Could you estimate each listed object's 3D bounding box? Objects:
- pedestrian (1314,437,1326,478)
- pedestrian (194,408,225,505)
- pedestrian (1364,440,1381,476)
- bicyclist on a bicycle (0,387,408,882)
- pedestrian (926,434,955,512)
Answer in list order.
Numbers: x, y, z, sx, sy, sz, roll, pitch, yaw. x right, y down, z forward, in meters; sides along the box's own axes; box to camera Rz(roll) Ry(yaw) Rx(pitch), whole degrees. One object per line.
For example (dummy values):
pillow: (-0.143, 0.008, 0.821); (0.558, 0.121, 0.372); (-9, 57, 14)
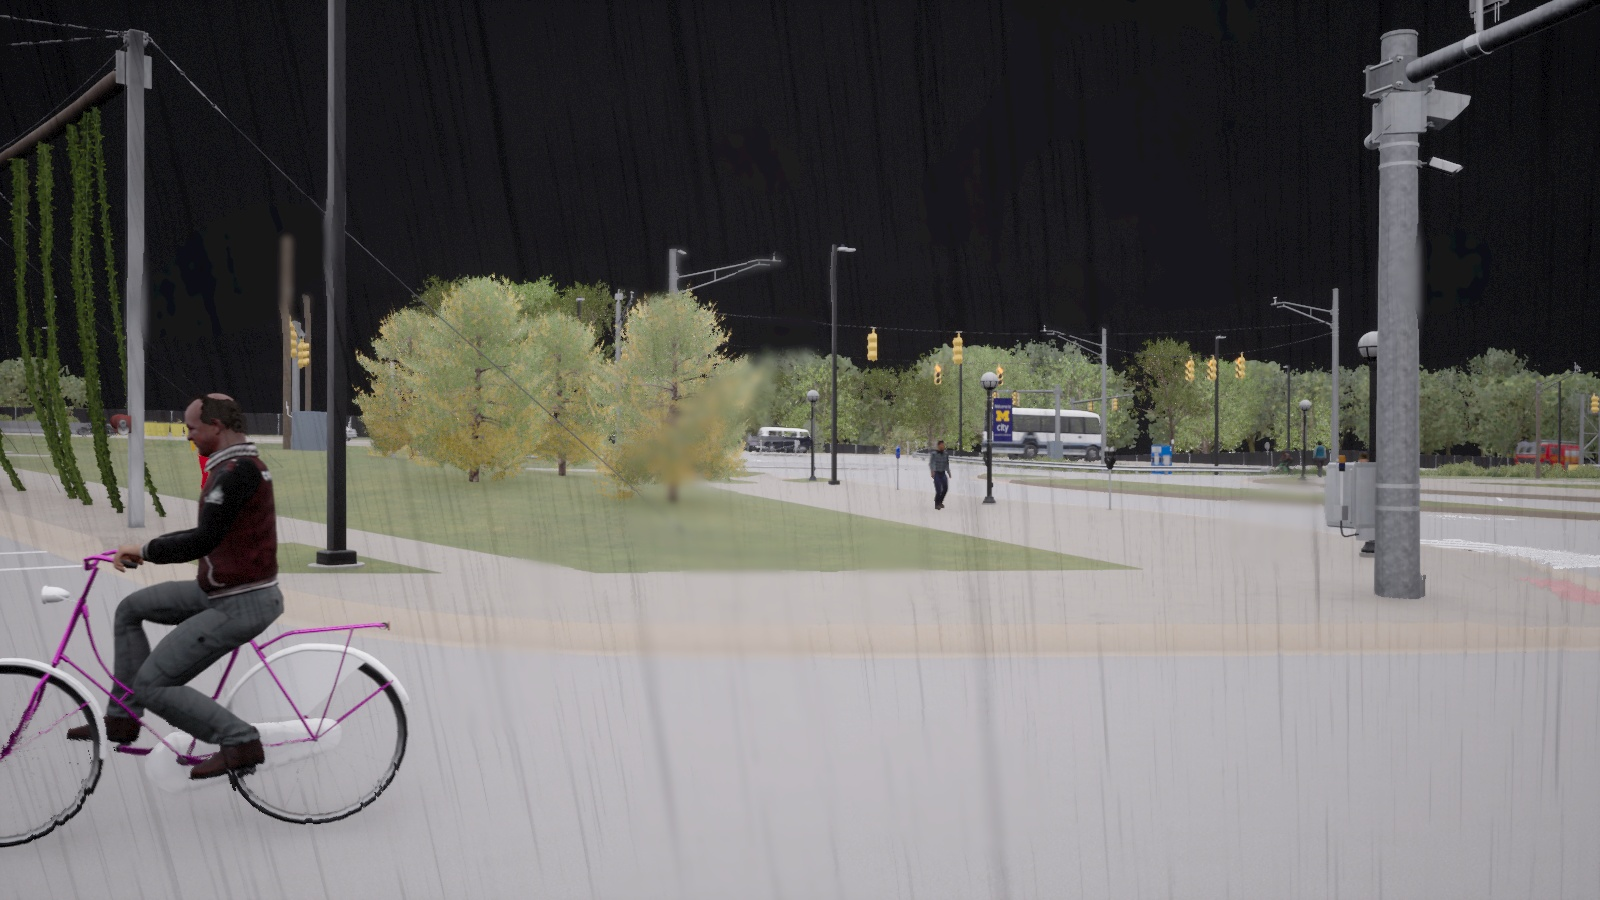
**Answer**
pedestrian: (24.524, 0.334, 59.177); (0.396, 1.930, 0.692); (0, 0, 11)
pedestrian: (-11.332, 0.119, 24.107); (0.594, 1.836, 0.345); (0, 0, 44)
pedestrian: (28.862, 0.400, 63.307); (0.726, 1.842, 0.402); (0, 0, -23)
bicyclist on a bicycle: (-2.521, 0.666, 4.947); (1.843, 1.776, 0.659); (0, 0, -15)
pedestrian: (3.558, 0.581, 31.823); (0.423, 1.949, 0.788); (0, 0, -19)
